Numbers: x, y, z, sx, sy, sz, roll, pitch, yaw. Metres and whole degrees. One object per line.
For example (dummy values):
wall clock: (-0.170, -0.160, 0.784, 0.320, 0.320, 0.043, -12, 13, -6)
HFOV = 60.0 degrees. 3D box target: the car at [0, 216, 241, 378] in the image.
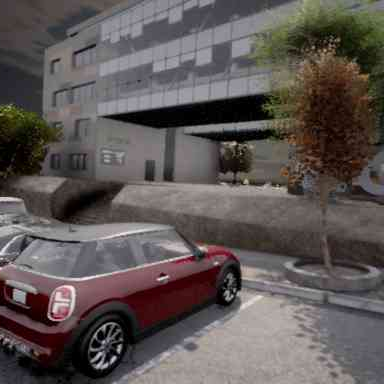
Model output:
car: (-0.918, 1.321, 5.894, 2.185, 1.767, 4.553, 1, 0, 36)

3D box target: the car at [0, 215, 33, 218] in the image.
car: (-3.178, 1.425, 7.535, 2.231, 1.521, 4.892, 1, 0, 35)

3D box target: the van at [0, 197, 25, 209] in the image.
van: (-7.791, 1.152, 10.686, 1.878, 1.987, 4.442, 1, 0, 35)

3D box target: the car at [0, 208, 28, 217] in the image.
car: (-5.446, 1.402, 9.167, 2.231, 1.521, 4.892, 1, 0, 35)
